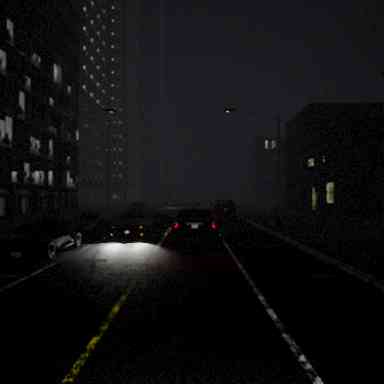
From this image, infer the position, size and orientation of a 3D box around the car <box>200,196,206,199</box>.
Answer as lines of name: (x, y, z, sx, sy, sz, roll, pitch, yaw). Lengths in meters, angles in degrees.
car: (2.800, 1.989, 62.352, 1.752, 1.417, 4.829, 1, 0, 0)

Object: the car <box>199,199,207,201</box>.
car: (0.151, 1.752, 33.750, 2.128, 1.511, 4.902, 0, 0, 0)

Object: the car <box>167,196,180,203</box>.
car: (-2.955, 1.972, 59.836, 1.812, 1.442, 4.674, 0, 0, 1)

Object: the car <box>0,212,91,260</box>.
car: (-5.661, 1.668, 12.883, 1.947, 1.339, 4.313, 1, 0, 0)

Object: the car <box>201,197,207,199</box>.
car: (2.781, 1.955, 51.691, 1.947, 1.339, 4.313, 1, 0, 0)

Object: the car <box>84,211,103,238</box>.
car: (-5.652, 1.727, 18.428, 1.802, 1.307, 4.206, 1, 0, 0)

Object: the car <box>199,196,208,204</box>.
car: (2.838, 1.928, 84.095, 2.192, 1.841, 5.009, 1, 0, 0)

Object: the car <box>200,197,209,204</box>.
car: (2.827, 2.016, 78.616, 1.967, 1.590, 4.097, 1, 0, 0)

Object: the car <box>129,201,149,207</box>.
car: (-5.623, 1.711, 35.066, 1.967, 1.590, 4.097, 1, 0, 0)

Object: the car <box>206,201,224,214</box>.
car: (2.764, 1.855, 40.602, 1.887, 1.381, 4.507, 1, 0, 0)

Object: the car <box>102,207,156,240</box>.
car: (-3.075, 1.702, 17.633, 1.994, 1.385, 4.181, 0, 0, 0)

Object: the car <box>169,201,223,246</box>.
car: (0.121, 1.477, 15.987, 2.097, 1.767, 4.553, 0, 0, 0)

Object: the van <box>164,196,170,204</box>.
van: (-5.551, 1.918, 78.627, 1.690, 1.788, 3.998, 1, 0, 0)

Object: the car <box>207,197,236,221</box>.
car: (2.750, 1.544, 29.511, 2.192, 1.841, 5.009, 1, 0, 0)
